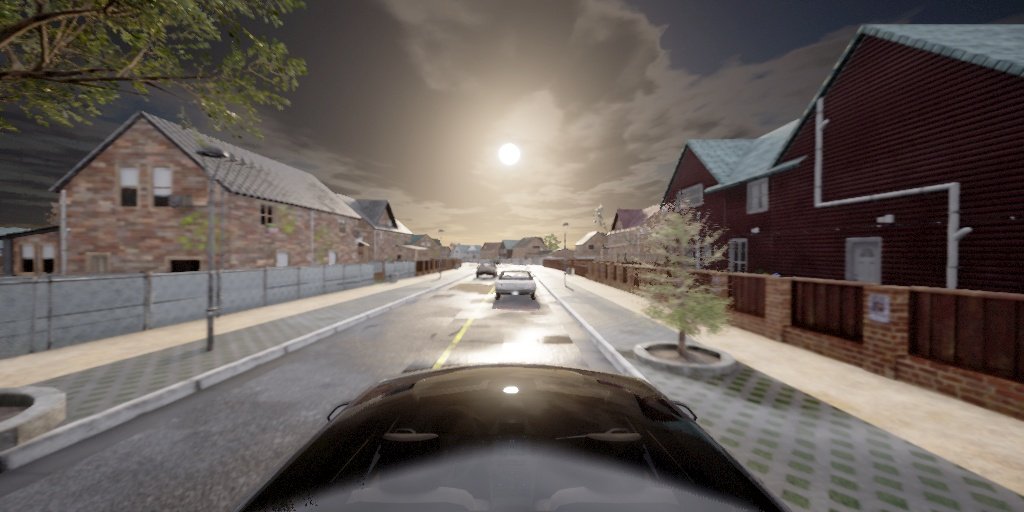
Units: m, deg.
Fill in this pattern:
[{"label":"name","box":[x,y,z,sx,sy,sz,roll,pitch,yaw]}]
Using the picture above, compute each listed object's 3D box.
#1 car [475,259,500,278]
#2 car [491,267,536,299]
[{"label":"car","box":[-2.359,1.310,34.392,2.033,1.411,5.357,0,0,1]},{"label":"car","box":[0.184,1.358,18.098,1.895,1.301,4.718,0,0,1]}]
